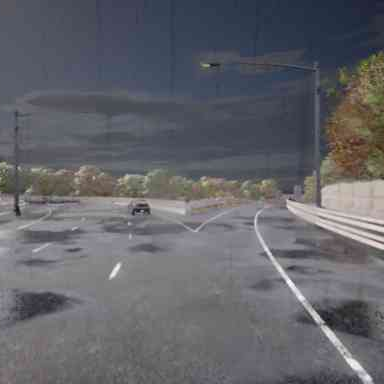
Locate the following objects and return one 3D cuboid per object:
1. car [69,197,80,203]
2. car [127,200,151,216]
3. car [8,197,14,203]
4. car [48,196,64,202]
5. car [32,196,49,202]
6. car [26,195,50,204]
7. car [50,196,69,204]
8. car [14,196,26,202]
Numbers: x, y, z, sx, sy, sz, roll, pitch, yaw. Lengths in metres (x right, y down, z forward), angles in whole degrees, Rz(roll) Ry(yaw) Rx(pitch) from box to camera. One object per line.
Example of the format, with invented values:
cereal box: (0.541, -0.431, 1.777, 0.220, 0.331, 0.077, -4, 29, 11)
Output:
car: (-25.610, 1.727, 71.248, 1.994, 1.385, 4.181, 0, 0, -41)
car: (-5.422, 1.545, 33.765, 1.837, 1.490, 4.892, 0, 0, -17)
car: (-41.664, 1.827, 78.093, 5.357, 1.411, 2.033, 0, 0, 41)
car: (-32.177, 1.577, 78.663, 4.674, 1.442, 1.812, 0, 0, 44)
car: (-34.707, 1.571, 76.244, 4.892, 1.490, 1.837, 0, 0, 44)
car: (-30.996, 1.745, 66.771, 2.033, 1.411, 5.357, 0, 0, -41)
car: (-27.868, 1.731, 68.492, 2.033, 1.411, 5.357, 0, 0, -41)
car: (-36.942, 1.622, 73.532, 4.181, 1.385, 1.994, 0, 0, 44)
